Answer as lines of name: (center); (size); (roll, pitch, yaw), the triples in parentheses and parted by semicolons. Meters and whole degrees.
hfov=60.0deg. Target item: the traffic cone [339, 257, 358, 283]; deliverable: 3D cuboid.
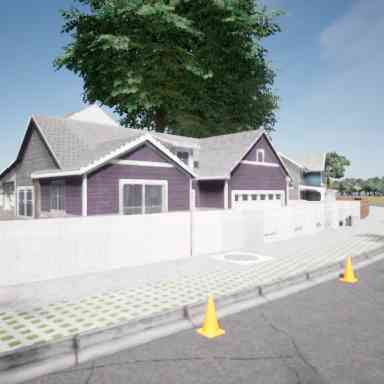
traffic cone: (4.005, 1.959, 8.492); (0.340, 0.580, 0.340); (0, 0, -42)

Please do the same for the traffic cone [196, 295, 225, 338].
traffic cone: (0.299, 1.957, 5.342); (0.340, 0.580, 0.340); (0, 0, -39)
